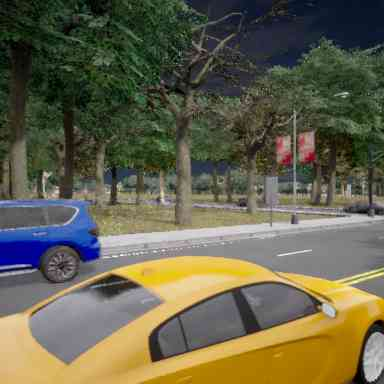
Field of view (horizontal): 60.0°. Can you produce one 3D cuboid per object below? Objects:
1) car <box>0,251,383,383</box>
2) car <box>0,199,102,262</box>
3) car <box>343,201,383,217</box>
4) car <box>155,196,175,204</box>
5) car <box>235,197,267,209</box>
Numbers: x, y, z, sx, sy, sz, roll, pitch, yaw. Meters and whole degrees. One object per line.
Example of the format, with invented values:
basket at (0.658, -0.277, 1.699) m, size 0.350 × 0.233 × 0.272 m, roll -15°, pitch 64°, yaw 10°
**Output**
car at (0.261, 1.478, 3.629) m, size 5.008 × 1.535 × 1.882 m, roll 0°, pitch 0°, yaw -36°
car at (-5.028, 1.222, 8.083) m, size 5.566 × 2.045 × 2.150 m, roll 0°, pitch 0°, yaw -36°
car at (17.124, 1.545, 31.561) m, size 2.033 × 1.411 × 5.357 m, roll 0°, pitch 0°, yaw -29°
car at (-5.152, 1.441, 63.391) m, size 1.882 × 1.535 × 5.008 m, roll 0°, pitch 0°, yaw -35°
car at (7.890, 1.481, 44.998) m, size 1.837 × 1.490 × 4.892 m, roll 0°, pitch 0°, yaw -36°
